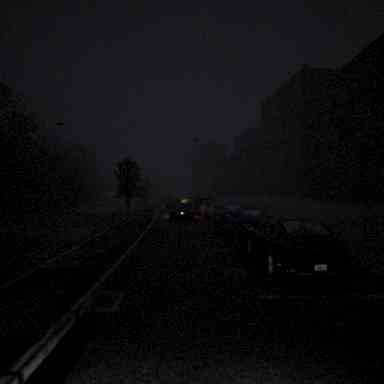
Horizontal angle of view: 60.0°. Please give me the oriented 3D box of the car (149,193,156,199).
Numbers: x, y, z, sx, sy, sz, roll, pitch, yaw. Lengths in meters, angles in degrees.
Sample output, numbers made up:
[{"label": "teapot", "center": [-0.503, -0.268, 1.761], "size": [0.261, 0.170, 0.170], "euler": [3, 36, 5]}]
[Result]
[{"label": "car", "center": [-9.689, 1.088, 92.262], "size": [2.231, 1.521, 4.892], "euler": [0, 0, -15]}]

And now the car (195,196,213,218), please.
[{"label": "car", "center": [1.724, 1.453, 32.508], "size": [1.946, 1.575, 5.366], "euler": [0, 0, -4]}]

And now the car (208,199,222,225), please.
[{"label": "car", "center": [2.498, 1.476, 21.216], "size": [2.097, 1.535, 5.008], "euler": [0, 0, -2]}]

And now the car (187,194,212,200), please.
[{"label": "car", "center": [1.202, 1.188, 37.892], "size": [2.435, 2.045, 5.566], "euler": [0, 0, -6]}]

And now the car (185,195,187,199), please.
[{"label": "car", "center": [-1.035, 1.352, 54.615], "size": [1.946, 1.575, 5.366], "euler": [0, 0, -9]}]

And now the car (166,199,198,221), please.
[{"label": "car", "center": [-0.867, 1.548, 26.891], "size": [1.994, 1.385, 4.181], "euler": [0, 0, -4]}]

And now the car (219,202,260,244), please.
[{"label": "car", "center": [2.736, 1.479, 15.653], "size": [2.097, 1.535, 5.008], "euler": [0, 0, -2]}]

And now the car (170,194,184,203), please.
[{"label": "car", "center": [-3.028, 1.287, 65.451], "size": [1.946, 1.575, 5.366], "euler": [0, 0, -11]}]

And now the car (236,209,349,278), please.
[{"label": "car", "center": [2.919, 1.482, 10.094], "size": [2.231, 1.521, 4.892], "euler": [0, 0, -1]}]

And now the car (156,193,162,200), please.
[{"label": "car", "center": [-6.824, 1.177, 81.650], "size": [2.097, 1.535, 5.008], "euler": [0, 0, -14]}]

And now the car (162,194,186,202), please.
[{"label": "car", "center": [-2.403, 1.421, 42.840], "size": [2.128, 1.511, 4.902], "euler": [0, 0, -7]}]
